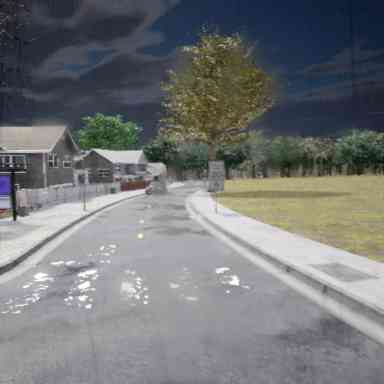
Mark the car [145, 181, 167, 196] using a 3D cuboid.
[{"bbox_3d":[-4.467,-0.517,41.849,2.097,1.767,4.553,0,3,4],"label":"car"}]
